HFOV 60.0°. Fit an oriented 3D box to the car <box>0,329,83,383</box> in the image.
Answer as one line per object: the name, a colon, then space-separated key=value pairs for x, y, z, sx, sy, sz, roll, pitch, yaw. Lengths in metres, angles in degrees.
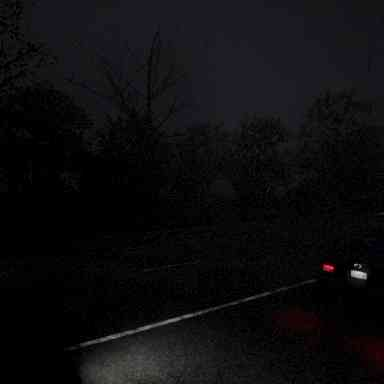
car: x=-3.016 y=1.501 z=1.592 sx=4.892 sy=1.490 sz=1.837 roll=0 pitch=0 yaw=-36

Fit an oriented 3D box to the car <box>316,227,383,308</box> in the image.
car: x=4.950 y=1.452 z=7.280 sx=5.357 sy=1.411 sz=2.033 roll=-1 pitch=1 yaw=-36
